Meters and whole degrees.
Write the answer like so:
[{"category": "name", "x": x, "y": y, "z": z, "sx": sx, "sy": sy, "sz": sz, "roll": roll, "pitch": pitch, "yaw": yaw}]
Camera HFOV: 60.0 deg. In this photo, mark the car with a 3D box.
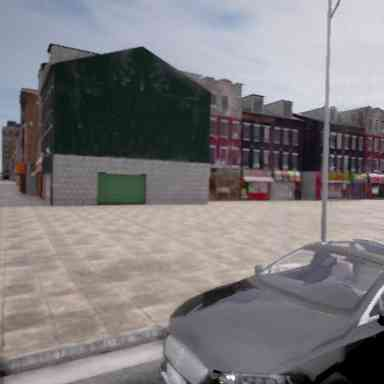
[{"category": "car", "x": 2.010, "y": 1.419, "z": 4.136, "sx": 4.902, "sy": 1.511, "sz": 2.128, "roll": 0, "pitch": 1, "yaw": -29}]
